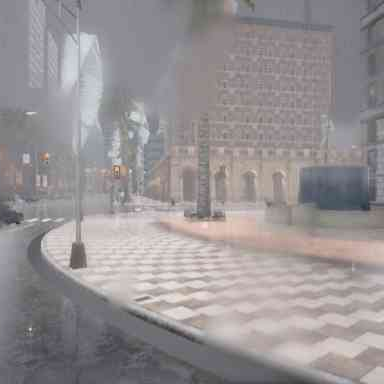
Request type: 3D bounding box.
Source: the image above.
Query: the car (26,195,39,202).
[{"bbox_3d":[-35.798,1.511,74.754,2.161,1.482,4.786,0,0,-11],"label":"car"}]

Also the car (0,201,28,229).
[{"bbox_3d":[-12.542,1.560,21.359,2.033,1.411,5.357,0,0,-10],"label":"car"}]
